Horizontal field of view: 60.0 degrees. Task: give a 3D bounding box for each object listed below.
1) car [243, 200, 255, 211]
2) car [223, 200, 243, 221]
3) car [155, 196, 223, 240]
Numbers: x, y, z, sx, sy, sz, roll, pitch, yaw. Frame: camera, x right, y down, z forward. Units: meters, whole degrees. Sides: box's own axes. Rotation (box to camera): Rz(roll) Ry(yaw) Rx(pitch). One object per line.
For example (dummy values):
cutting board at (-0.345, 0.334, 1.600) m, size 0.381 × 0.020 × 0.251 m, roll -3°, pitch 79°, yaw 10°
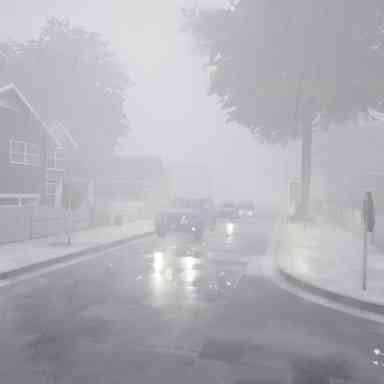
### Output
car at (6.938, 1.715, 42.524) m, size 1.994 × 1.385 × 4.181 m, roll 1°, pitch 0°, yaw 16°
car at (2.806, 1.549, 28.081) m, size 1.882 × 1.535 × 5.008 m, roll 1°, pitch 0°, yaw 16°
car at (-0.106, 1.238, 17.831) m, size 2.150 × 2.045 × 5.566 m, roll 1°, pitch 0°, yaw 16°
